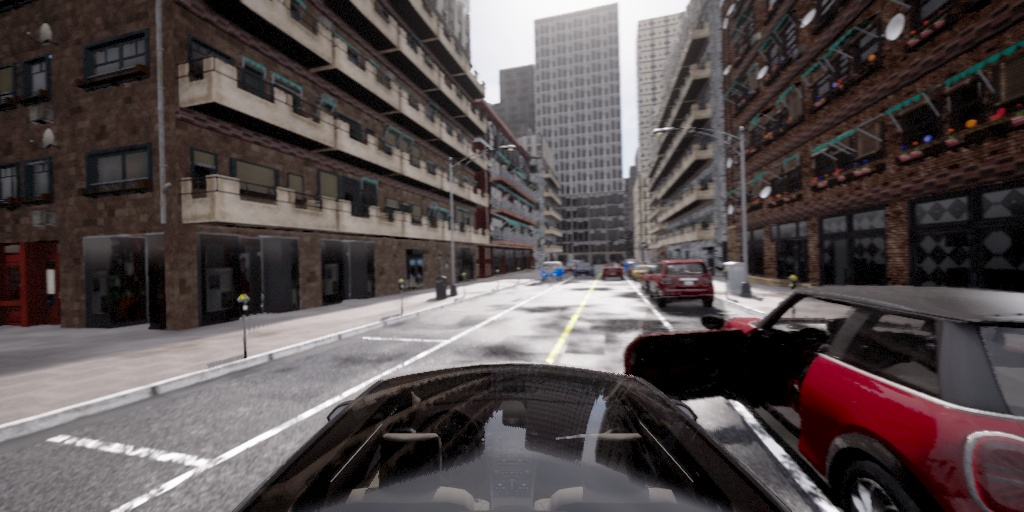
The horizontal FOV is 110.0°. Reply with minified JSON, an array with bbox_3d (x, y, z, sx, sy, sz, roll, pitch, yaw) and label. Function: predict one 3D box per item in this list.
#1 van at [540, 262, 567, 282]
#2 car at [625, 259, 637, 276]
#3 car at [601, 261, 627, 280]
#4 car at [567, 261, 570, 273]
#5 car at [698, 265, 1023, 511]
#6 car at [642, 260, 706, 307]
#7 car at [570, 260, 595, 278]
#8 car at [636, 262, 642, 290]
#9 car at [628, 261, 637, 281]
[{"bbox_3d":[3.789,1.417,33.361,1.690,1.789,3.998,0,0,15],"label":"van"},{"bbox_3d":[12.849,1.351,36.680,1.967,1.591,4.097,0,0,15],"label":"car"},{"bbox_3d":[9.532,1.430,34.010,1.882,1.535,5.008,-2,-1,15],"label":"car"},{"bbox_3d":[8.137,1.624,49.430,1.967,1.591,4.097,0,0,15],"label":"car"},{"bbox_3d":[3.494,1.043,3.341,2.097,1.767,4.553,-2,-1,15],"label":"car"},{"bbox_3d":[7.052,1.080,15.254,2.192,1.841,5.009,0,0,15],"label":"car"},{"bbox_3d":[7.869,1.404,38.836,2.097,1.767,4.553,-2,-1,16],"label":"car"},{"bbox_3d":[8.501,1.241,20.611,1.967,1.591,4.097,0,0,15],"label":"car"},{"bbox_3d":[11.444,1.400,31.487,1.751,1.417,4.829,0,0,15],"label":"car"}]
